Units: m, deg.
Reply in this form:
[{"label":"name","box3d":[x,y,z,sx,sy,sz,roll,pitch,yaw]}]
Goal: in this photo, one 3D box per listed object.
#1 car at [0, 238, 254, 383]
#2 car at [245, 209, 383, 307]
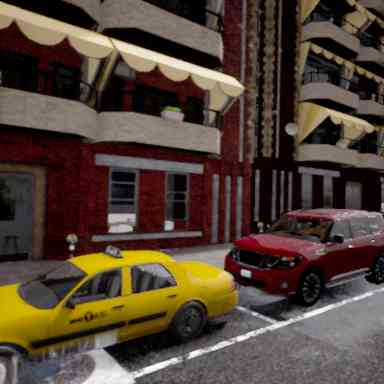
[{"label":"car","box3d":[-1.448,1.553,5.047,4.829,1.417,1.752,1,1,-36]},{"label":"car","box3d":[3.166,1.399,8.399,5.009,1.841,2.192,1,1,-36]}]
